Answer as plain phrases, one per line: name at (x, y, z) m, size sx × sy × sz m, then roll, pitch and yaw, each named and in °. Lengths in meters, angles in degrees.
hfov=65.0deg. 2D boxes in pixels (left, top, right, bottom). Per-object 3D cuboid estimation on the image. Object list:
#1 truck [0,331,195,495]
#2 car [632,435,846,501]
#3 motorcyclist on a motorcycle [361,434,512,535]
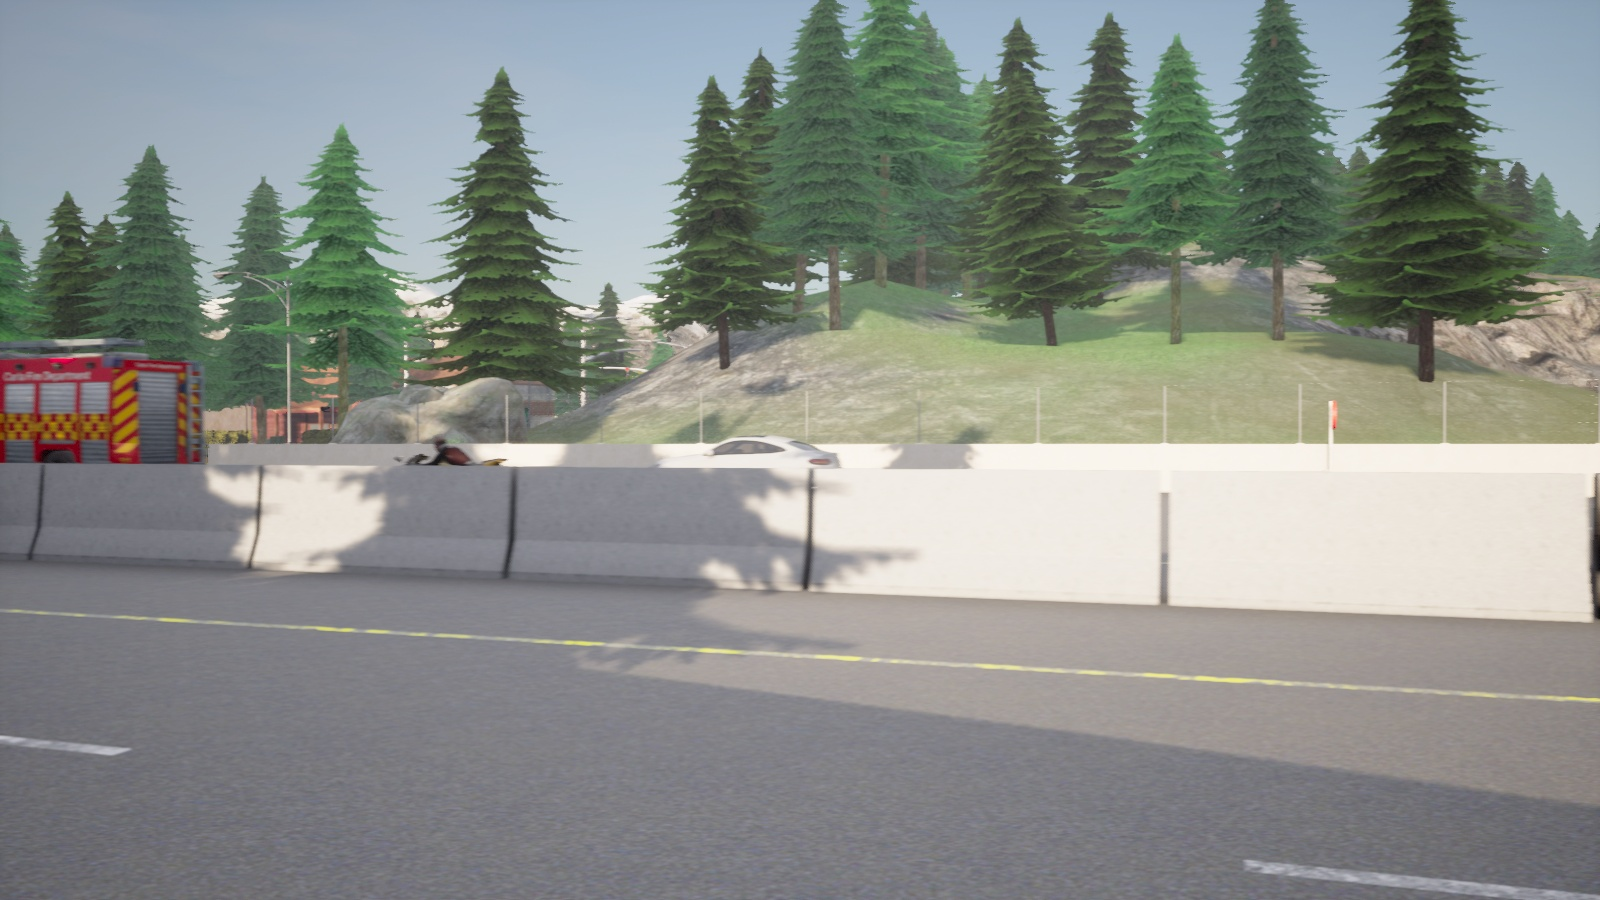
truck at (-19.932, -0.926, 32.037) m, size 8.468 × 3.827 × 2.891 m, roll 1°, pitch 1°, yaw 19°
car at (-1.418, 0.374, 29.518) m, size 4.674 × 1.442 × 1.812 m, roll 1°, pitch 1°, yaw 19°
motorcyclist on a motorcycle at (-5.759, 0.521, 19.901) m, size 2.191 × 1.530 × 0.866 m, roll 1°, pitch 1°, yaw 19°
